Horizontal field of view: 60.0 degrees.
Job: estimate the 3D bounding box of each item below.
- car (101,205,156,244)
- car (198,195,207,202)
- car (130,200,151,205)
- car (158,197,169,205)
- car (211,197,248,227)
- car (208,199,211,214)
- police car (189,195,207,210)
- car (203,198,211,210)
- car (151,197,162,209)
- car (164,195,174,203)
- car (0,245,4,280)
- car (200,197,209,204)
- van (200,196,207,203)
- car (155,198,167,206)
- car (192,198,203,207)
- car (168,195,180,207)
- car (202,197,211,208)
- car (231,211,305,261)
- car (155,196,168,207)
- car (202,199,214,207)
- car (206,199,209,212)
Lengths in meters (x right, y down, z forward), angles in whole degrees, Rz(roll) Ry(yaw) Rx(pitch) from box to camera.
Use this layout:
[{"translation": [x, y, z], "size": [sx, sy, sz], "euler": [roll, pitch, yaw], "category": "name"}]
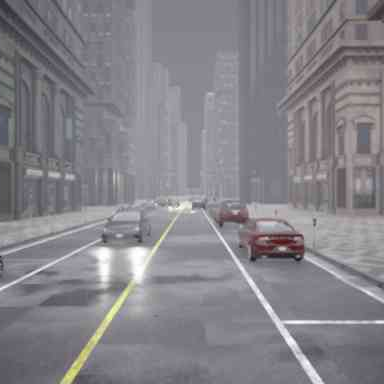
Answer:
[{"translation": [-3.100, 1.614, 16.501], "size": [1.812, 1.442, 4.674], "euler": [0, 0, 0], "category": "car"}, {"translation": [2.754, 1.813, 90.818], "size": [2.192, 1.841, 5.009], "euler": [0, 0, 0], "category": "car"}, {"translation": [-5.767, 1.733, 34.794], "size": [1.887, 1.381, 4.507], "euler": [0, 0, 0], "category": "car"}, {"translation": [-5.769, 1.813, 68.407], "size": [1.967, 1.590, 4.097], "euler": [0, 0, 0], "category": "car"}, {"translation": [2.758, 1.442, 23.598], "size": [2.192, 1.841, 5.009], "euler": [0, 0, 0], "category": "car"}, {"translation": [2.758, 1.598, 29.199], "size": [1.967, 1.590, 4.097], "euler": [0, 0, 0], "category": "car"}, {"translation": [0.898, 1.682, 47.311], "size": [1.930, 1.638, 5.238], "euler": [0, 0, 0], "category": "police car"}, {"translation": [2.758, 1.770, 40.402], "size": [2.008, 1.369, 4.403], "euler": [0, 0, 0], "category": "car"}, {"translation": [-5.768, 1.800, 45.998], "size": [2.008, 1.369, 4.403], "euler": [0, 0, 0], "category": "car"}, {"translation": [-5.770, 1.781, 85.214], "size": [2.192, 1.841, 5.009], "euler": [0, 0, 0], "category": "car"}, {"translation": [-5.766, 1.477, 6.785], "size": [1.967, 1.590, 4.097], "euler": [0, 0, 0], "category": "car"}, {"translation": [2.756, 1.844, 74.012], "size": [1.967, 1.590, 4.097], "euler": [0, 0, 0], "category": "car"}, {"translation": [2.755, 1.776, 79.614], "size": [1.690, 1.788, 3.998], "euler": [0, 0, 0], "category": "van"}, {"translation": [-5.768, 1.908, 62.804], "size": [1.947, 1.339, 4.313], "euler": [0, 0, 0], "category": "car"}, {"translation": [0.897, 1.816, 57.200], "size": [1.837, 1.490, 4.892], "euler": [0, 0, 0], "category": "car"}, {"translation": [-3.061, 1.805, 57.568], "size": [2.128, 1.511, 4.902], "euler": [0, 0, 1], "category": "car"}, {"translation": [2.757, 1.776, 46.173], "size": [1.752, 1.417, 4.829], "euler": [0, 0, 0], "category": "car"}, {"translation": [2.759, 1.612, 12.393], "size": [1.887, 1.381, 4.507], "euler": [0, 0, 0], "category": "car"}, {"translation": [-5.769, 1.626, 57.204], "size": [2.192, 1.841, 5.009], "euler": [0, 0, 0], "category": "car"}, {"translation": [2.757, 1.893, 57.207], "size": [1.802, 1.307, 4.206], "euler": [0, 0, 0], "category": "car"}, {"translation": [2.758, 1.754, 34.799], "size": [1.947, 1.339, 4.313], "euler": [0, 0, 0], "category": "car"}]
